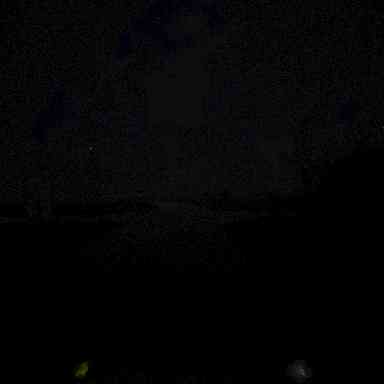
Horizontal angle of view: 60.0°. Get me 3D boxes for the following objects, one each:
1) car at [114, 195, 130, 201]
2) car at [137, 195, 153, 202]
[{"bbox_3d":[-17.786,1.489,84.326,4.718,1.301,1.895,-1,1,42],"label":"car"},{"bbox_3d":[-10.890,1.383,76.483,1.882,1.535,5.008,-1,0,-37],"label":"car"}]
